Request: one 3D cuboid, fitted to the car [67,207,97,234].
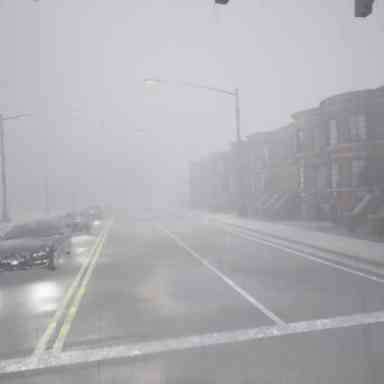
[{"bbox_3d":[-7.483,1.932,21.414,1.994,1.385,4.181,-2,0,-12],"label":"car"}]

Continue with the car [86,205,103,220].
[{"bbox_3d":[-9.976,2.050,33.448,2.033,1.411,5.357,-2,0,-12],"label":"car"}]

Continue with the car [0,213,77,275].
[{"bbox_3d":[-5.462,1.764,11.705,1.837,1.490,4.892,-2,0,-12],"label":"car"}]
